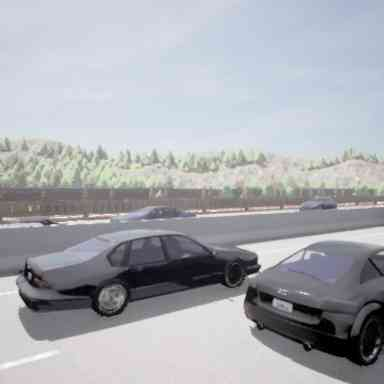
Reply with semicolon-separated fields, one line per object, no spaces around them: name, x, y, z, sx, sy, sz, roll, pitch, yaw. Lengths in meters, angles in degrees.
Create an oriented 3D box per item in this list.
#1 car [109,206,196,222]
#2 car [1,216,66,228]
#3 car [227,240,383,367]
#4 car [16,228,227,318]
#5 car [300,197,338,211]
car;-2.174;1.541;19.725;5.357;1.411;2.033;0;0;-36
car;-6.403;1.600;12.341;4.718;1.301;1.895;0;0;-36
car;2.895;1.560;5.854;4.181;1.385;1.994;0;0;-36
car;-0.869;1.545;7.443;5.357;1.411;2.033;0;0;-36
car;13.747;1.329;36.056;4.553;1.767;2.097;0;0;-37
